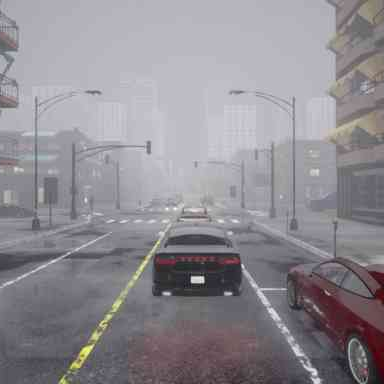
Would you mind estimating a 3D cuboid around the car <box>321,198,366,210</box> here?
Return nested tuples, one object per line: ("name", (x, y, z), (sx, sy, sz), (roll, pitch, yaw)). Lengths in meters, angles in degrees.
("car", (17.504, 1.378, 38.489), (4.313, 1.339, 1.947), (-1, 0, 0))

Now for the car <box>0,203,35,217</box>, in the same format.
("car", (-17.547, 1.766, 32.703), (4.181, 1.385, 1.994), (-1, 0, 0))

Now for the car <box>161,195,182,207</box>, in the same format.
("car", (-3.070, 1.584, 51.139), (2.033, 1.411, 5.357), (0, 0, 0))

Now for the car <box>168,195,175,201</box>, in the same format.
("car", (-5.652, 1.639, 92.681), (1.752, 1.417, 4.829), (0, 0, 0))

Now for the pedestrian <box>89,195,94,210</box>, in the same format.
("pedestrian", (-12.495, 1.311, 41.439), (0.375, 1.860, 0.375), (0, 0, 0))

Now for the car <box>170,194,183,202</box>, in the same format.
("car", (-3.042, 1.577, 60.709), (1.812, 1.442, 4.674), (0, 0, 0))

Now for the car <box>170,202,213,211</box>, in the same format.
("car", (0.108, 1.499, 17.854), (2.128, 1.511, 4.902), (0, 0, 0))

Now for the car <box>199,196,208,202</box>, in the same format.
("car", (2.724, 1.640, 81.798), (2.008, 1.369, 4.403), (0, 0, 0))

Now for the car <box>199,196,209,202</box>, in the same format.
("car", (2.722, 1.644, 76.273), (1.947, 1.339, 4.313), (0, 0, 0))

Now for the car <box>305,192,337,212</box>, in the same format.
("car", (15.185, 1.052, 35.908), (5.566, 2.045, 2.150), (-1, 0, 0))

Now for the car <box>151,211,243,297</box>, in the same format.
("car", (0.103, 1.480, 8.653), (1.882, 1.535, 5.008), (0, 0, 0))

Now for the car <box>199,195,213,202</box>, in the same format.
("car", (2.716, 1.365, 59.697), (2.192, 1.841, 5.009), (0, 0, 0))

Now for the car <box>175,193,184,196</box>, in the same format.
("car", (-2.971, 1.294, 71.189), (2.150, 2.045, 5.566), (0, 0, 0))

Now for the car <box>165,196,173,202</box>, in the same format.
("car", (-5.656, 1.671, 81.802), (1.802, 1.307, 4.206), (0, 0, 0))

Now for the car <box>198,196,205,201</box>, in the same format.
("car", (2.729, 1.696, 92.848), (1.802, 1.307, 4.206), (0, 0, 0))

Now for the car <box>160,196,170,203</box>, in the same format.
("car", (-5.660, 1.593, 70.581), (1.752, 1.417, 4.829), (0, 0, 0))

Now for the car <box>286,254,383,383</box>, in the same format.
("car", (2.694, 1.583, 4.944), (1.802, 1.307, 4.206), (0, 0, 0))

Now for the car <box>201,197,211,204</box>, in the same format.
("car", (2.718, 1.624, 65.222), (1.947, 1.339, 4.313), (0, 0, 0))

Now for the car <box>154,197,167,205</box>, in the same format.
("car", (-5.665, 1.616, 59.700), (1.947, 1.339, 4.313), (0, 0, 0))

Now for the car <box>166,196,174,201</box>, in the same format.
("car", (-5.654, 1.683, 87.326), (1.802, 1.307, 4.206), (0, 0, 0))

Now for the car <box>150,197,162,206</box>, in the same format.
("car", (-5.755, 1.586, 54.178), (1.887, 1.381, 4.507), (0, 0, 0))
